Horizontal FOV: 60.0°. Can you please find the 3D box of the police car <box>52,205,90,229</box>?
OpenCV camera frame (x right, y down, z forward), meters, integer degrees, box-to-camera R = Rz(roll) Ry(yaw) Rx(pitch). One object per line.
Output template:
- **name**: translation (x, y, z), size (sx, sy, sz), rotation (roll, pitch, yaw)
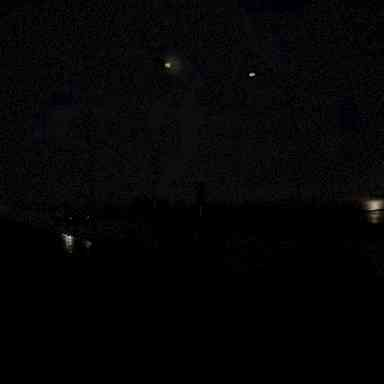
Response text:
- **police car**: translation (-9.763, 1.924, 26.682), size (1.930, 1.638, 5.238), rotation (-3, 1, -37)
